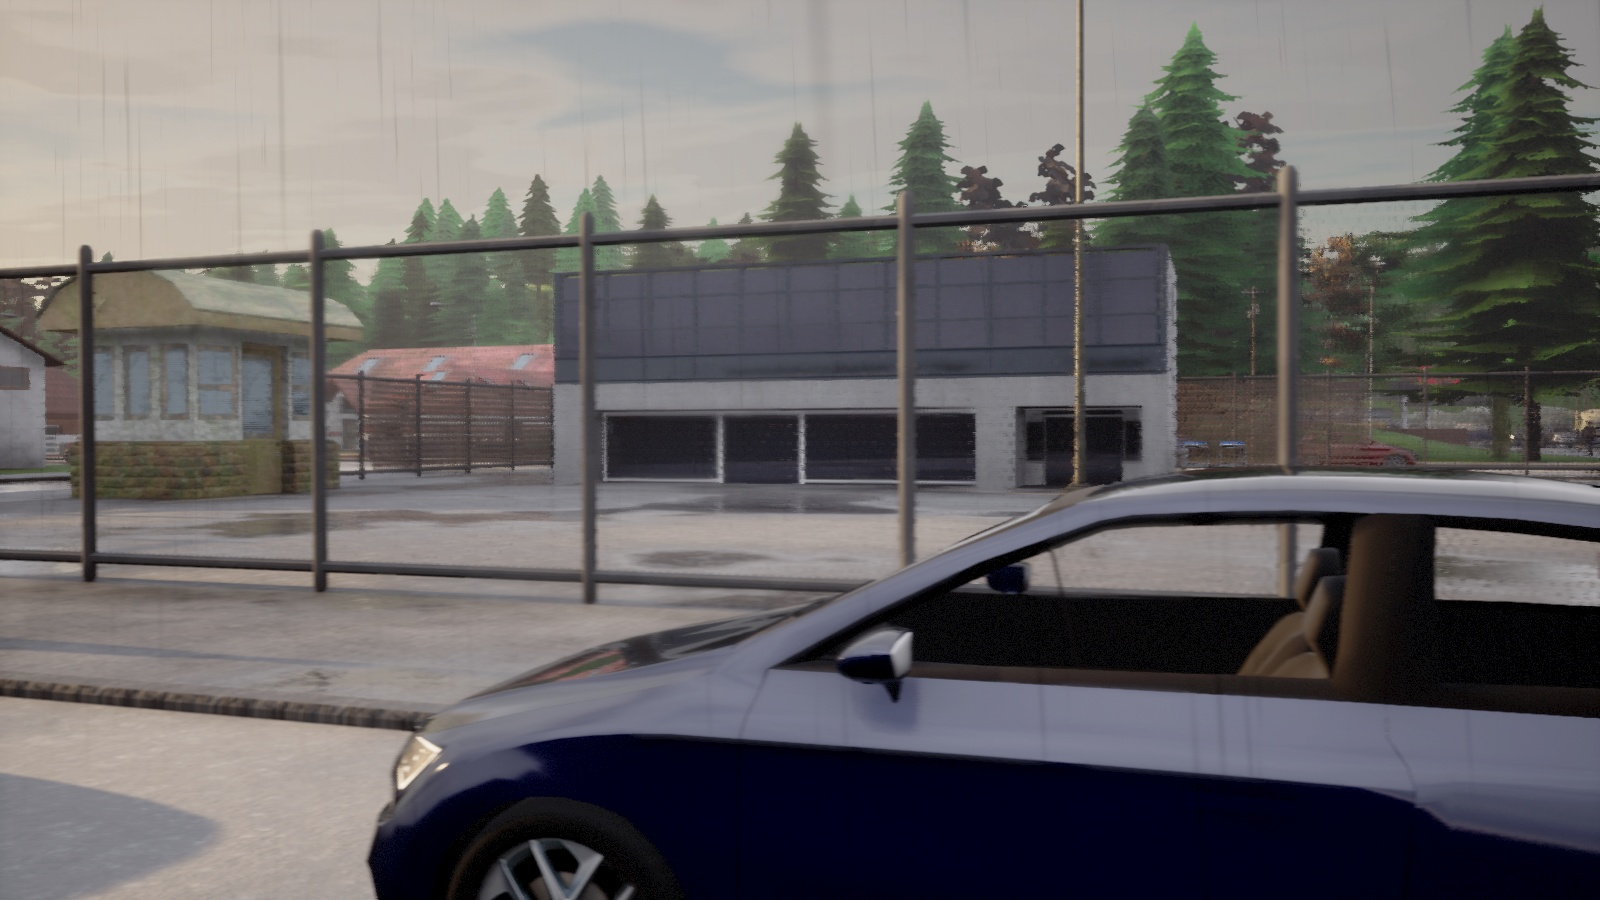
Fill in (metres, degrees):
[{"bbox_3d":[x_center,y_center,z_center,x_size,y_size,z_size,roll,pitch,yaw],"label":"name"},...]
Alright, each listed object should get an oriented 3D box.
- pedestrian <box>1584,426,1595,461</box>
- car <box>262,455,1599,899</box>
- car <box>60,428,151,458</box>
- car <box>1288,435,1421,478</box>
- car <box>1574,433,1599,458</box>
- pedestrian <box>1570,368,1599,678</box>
[{"bbox_3d":[40.259,-0.338,64.019,0.328,1.805,0.869,1,1,23],"label":"pedestrian"},{"bbox_3d":[0.891,0.789,3.388,4.193,1.474,1.816,1,1,20],"label":"car"},{"bbox_3d":[-34.980,-0.353,63.273,3.806,1.475,1.970,1,1,18],"label":"car"},{"bbox_3d":[19.748,0.196,44.885,4.193,1.474,1.816,1,1,19],"label":"car"},{"bbox_3d":[51.529,-0.301,81.165,1.789,1.549,3.705,1,1,19],"label":"car"},{"bbox_3d":[5.064,0.434,7.561,0.636,1.846,0.331,0,1,16],"label":"pedestrian"}]
